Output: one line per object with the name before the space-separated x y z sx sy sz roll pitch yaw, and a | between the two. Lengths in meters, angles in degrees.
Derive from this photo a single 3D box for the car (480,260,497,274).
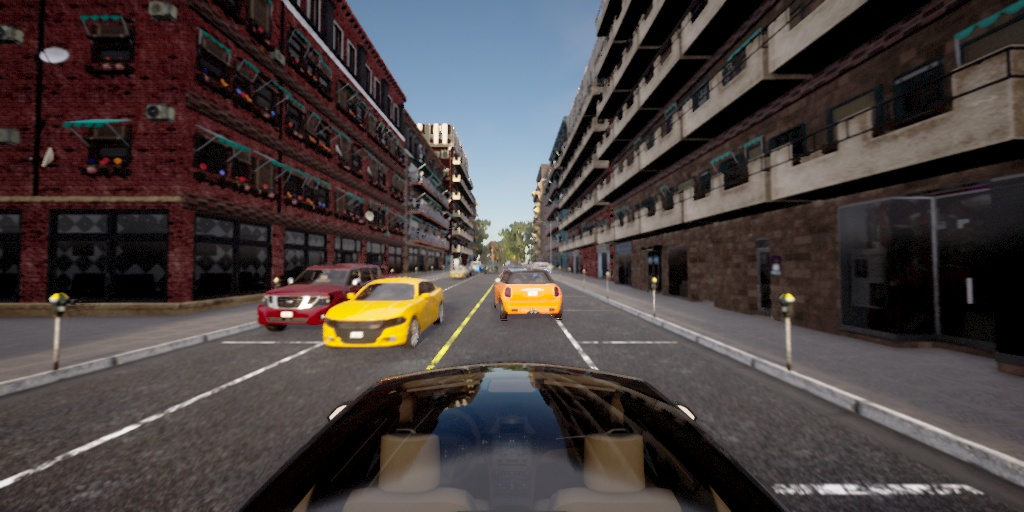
car | -3.007 1.664 52.684 2.150 2.045 5.566 0 -1 0

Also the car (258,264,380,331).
car | -5.690 1.187 11.545 2.192 1.841 5.009 0 0 0

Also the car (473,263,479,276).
car | -5.696 1.858 44.969 1.948 1.339 4.313 0 0 0

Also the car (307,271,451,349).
car | -3.101 1.327 9.658 1.882 1.535 5.008 0 -1 0

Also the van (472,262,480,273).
van | -5.698 1.773 56.110 1.690 1.789 3.998 0 0 0

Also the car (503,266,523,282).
car | 0.094 1.696 35.314 1.812 1.442 4.674 0 -1 0

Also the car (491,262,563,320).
car | 0.457 1.250 13.561 2.097 1.767 4.553 0 -1 -6

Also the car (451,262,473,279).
car | -5.695 1.747 39.228 1.751 1.417 4.829 0 0 0
